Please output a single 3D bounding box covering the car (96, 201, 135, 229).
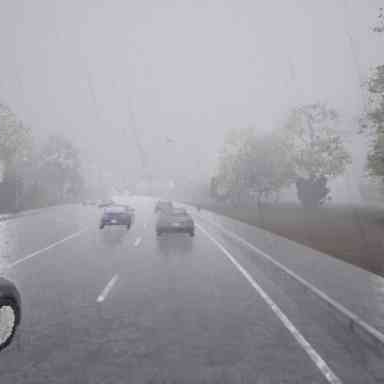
[{"bbox_3d":[-4.786,1.538,21.712,1.812,1.442,4.674,0,0,-6],"label":"car"}]

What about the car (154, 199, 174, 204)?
[{"bbox_3d":[-2.982,1.501,35.777,2.128,1.511,4.902,0,0,-8],"label":"car"}]

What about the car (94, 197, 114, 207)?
[{"bbox_3d":[-11.539,1.571,45.231,2.033,1.411,5.357,0,0,-8],"label":"car"}]

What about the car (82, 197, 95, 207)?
[{"bbox_3d":[-16.133,1.522,52.922,2.128,1.511,4.902,0,0,-8],"label":"car"}]

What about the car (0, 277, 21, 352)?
[{"bbox_3d":[-3.544,1.514,3.257,1.837,1.490,4.892,0,0,-1],"label":"car"}]

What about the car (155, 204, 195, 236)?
[{"bbox_3d":[-0.968,1.569,18.447,1.994,1.385,4.181,0,0,-5],"label":"car"}]
